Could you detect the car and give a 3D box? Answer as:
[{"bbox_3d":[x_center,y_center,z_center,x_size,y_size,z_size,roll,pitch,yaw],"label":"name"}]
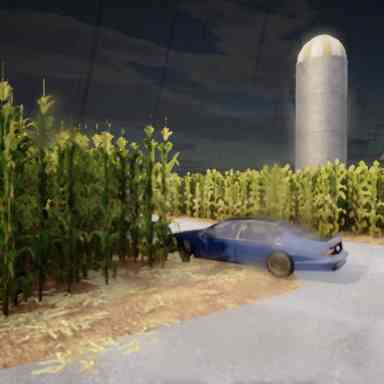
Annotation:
[{"bbox_3d":[1.594,1.444,9.776,5.357,1.411,2.033,0,0,35],"label":"car"}]
